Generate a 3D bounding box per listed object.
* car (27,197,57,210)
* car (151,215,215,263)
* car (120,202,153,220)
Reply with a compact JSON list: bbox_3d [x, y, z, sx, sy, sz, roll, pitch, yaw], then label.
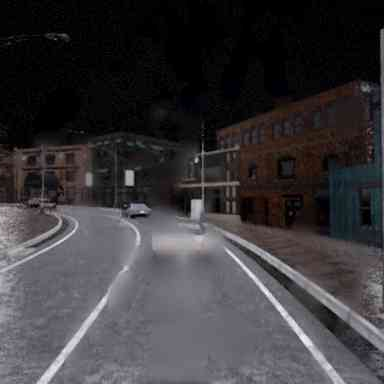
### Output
[{"bbox_3d":[-18.400,1.389,40.653,4.902,1.511,2.128,1,-1,40],"label":"car"},{"bbox_3d":[-0.414,1.608,11.954,1.895,1.301,4.718,0,0,-4],"label":"car"},{"bbox_3d":[-4.878,1.576,28.867,1.994,1.385,4.181,1,0,-25],"label":"car"}]
